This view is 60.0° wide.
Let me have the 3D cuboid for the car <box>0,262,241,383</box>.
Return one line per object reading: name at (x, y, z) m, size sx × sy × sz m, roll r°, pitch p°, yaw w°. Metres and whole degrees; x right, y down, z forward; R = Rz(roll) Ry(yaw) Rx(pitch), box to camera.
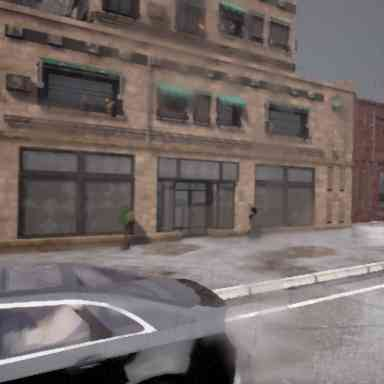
car at (-1.941, 1.454, 2.739) m, size 4.902 × 1.511 × 2.128 m, roll 0°, pitch 1°, yaw -25°
